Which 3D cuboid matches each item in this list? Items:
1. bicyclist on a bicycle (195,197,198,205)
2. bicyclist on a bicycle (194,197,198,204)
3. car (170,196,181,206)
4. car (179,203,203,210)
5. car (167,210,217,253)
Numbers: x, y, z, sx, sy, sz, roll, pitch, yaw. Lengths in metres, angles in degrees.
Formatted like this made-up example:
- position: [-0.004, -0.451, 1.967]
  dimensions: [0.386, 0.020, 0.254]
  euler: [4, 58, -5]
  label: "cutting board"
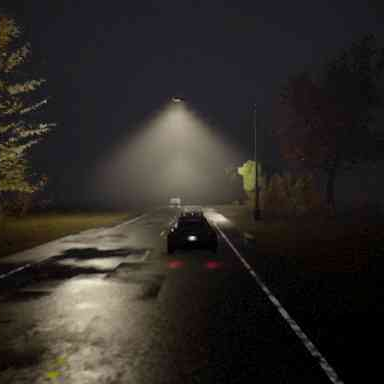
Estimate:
- position: [1.008, 2.023, 74.297]
  dimensions: [0.659, 1.776, 1.843]
  euler: [0, 0, 0]
  label: "bicyclist on a bicycle"
- position: [1.011, 2.168, 83.298]
  dimensions: [0.866, 1.612, 1.509]
  euler: [0, 0, 0]
  label: "bicyclist on a bicycle"
- position: [-3.455, 1.849, 70.983]
  dimensions: [2.150, 2.045, 5.566]
  euler: [0, 0, 0]
  label: "car"
- position: [0.020, 1.867, 29.108]
  dimensions: [1.895, 1.301, 4.718]
  euler: [0, 0, 0]
  label: "car"
- position: [0.013, 1.697, 14.322]
  dimensions: [1.994, 1.385, 4.181]
  euler: [0, 0, 0]
  label: "car"
